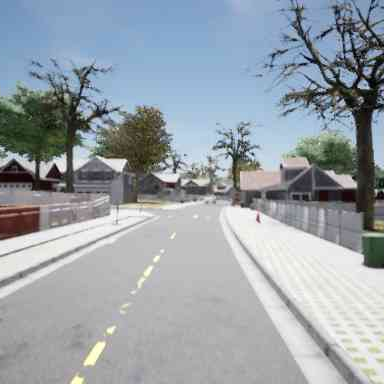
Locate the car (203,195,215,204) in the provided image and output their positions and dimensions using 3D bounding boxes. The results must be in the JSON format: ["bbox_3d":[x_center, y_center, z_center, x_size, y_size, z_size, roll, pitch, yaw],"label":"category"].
[{"bbox_3d":[3.863,1.585,73.624,2.150,2.045,5.566,0,0,10],"label":"car"}]
